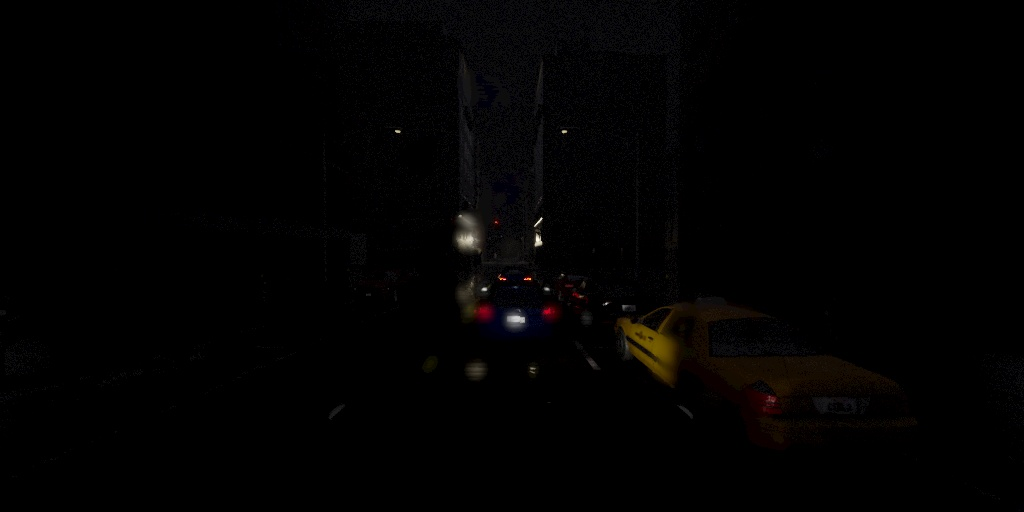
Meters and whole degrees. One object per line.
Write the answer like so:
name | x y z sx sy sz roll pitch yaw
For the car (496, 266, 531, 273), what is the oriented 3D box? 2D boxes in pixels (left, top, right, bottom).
car | 0.103 1.270 19.549 1.812 1.442 4.674 0 0 -2

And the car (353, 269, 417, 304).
car | -5.670 1.290 16.434 1.888 1.381 4.507 0 0 0

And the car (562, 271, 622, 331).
car | 2.874 1.313 10.851 1.948 1.339 4.313 0 0 0

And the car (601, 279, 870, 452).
car | 2.874 1.274 5.434 1.751 1.417 4.829 0 0 0

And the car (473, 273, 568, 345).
car | 0.100 1.312 9.535 1.994 1.385 4.181 0 0 0

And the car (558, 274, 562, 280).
car | 2.875 1.327 16.436 1.802 1.307 4.207 0 0 0
